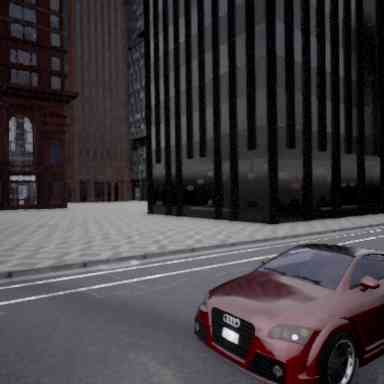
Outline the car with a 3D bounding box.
[{"bbox_3d":[2.101,1.547,5.183,4.181,1.385,1.994,0,0,-35],"label":"car"}]
